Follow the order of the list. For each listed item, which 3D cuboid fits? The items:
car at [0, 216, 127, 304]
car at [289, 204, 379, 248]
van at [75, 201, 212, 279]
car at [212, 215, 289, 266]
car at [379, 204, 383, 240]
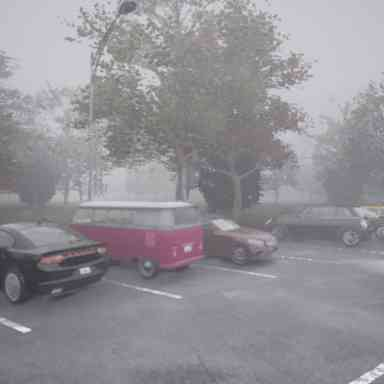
[{"bbox_3d":[-4.207,1.484,8.179,5.008,1.535,2.097,-1,0,34],"label":"car"},{"bbox_3d":[5.570,1.341,14.955,4.553,1.767,2.185,-1,0,35],"label":"car"},{"bbox_3d":[-1.881,1.258,9.962,4.442,1.987,1.878,-1,0,35],"label":"van"},{"bbox_3d":[0.656,1.518,11.600,4.674,1.452,2.002,-1,-1,35],"label":"car"},{"bbox_3d":[7.999,1.460,16.653,4.892,1.521,2.231,-1,-1,36],"label":"car"}]
